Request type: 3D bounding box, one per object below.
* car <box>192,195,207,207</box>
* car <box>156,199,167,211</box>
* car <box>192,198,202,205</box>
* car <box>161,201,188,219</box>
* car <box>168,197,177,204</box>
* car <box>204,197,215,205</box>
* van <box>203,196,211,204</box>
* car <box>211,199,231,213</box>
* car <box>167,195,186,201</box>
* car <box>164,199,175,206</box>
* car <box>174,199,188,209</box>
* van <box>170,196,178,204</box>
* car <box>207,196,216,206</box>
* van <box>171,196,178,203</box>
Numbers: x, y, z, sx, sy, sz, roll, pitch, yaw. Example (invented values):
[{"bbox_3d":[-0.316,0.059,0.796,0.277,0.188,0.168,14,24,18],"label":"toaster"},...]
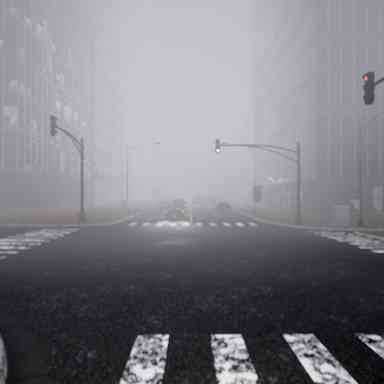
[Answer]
[{"bbox_3d":[1.182,1.634,62.338,2.150,2.045,5.566,0,0,0],"label":"car"},{"bbox_3d":[-4.133,1.903,46.812,1.802,1.307,4.206,0,0,0],"label":"car"},{"bbox_3d":[1.016,1.994,72.682,2.128,1.511,4.902,0,0,0],"label":"car"},{"bbox_3d":[-1.561,1.827,31.371,1.895,1.301,4.718,0,0,-1],"label":"car"},{"bbox_3d":[-4.313,1.919,74.451,1.967,1.590,4.097,0,0,0],"label":"car"},{"bbox_3d":[3.604,1.889,68.975,1.967,1.590,4.097,0,0,0],"label":"car"},{"bbox_3d":[3.531,1.851,80.030,1.690,1.788,3.998,0,0,0],"label":"van"},{"bbox_3d":[3.833,1.853,41.338,1.947,1.339,4.313,0,0,0],"label":"car"},{"bbox_3d":[-1.633,1.641,41.644,2.097,1.767,4.553,0,0,0],"label":"car"},{"bbox_3d":[-4.240,1.984,63.395,1.947,1.339,4.313,0,0,0],"label":"car"},{"bbox_3d":[-1.704,1.910,53.655,2.033,1.411,5.357,0,0,0],"label":"car"},{"bbox_3d":[-4.349,1.851,79.979,1.690,1.788,3.998,0,0,0],"label":"van"},{"bbox_3d":[3.640,1.733,63.447,2.192,1.841,5.009,0,0,0],"label":"car"},{"bbox_3d":[-4.385,1.881,85.506,1.690,1.788,3.998,0,0,0],"label":"van"}]
